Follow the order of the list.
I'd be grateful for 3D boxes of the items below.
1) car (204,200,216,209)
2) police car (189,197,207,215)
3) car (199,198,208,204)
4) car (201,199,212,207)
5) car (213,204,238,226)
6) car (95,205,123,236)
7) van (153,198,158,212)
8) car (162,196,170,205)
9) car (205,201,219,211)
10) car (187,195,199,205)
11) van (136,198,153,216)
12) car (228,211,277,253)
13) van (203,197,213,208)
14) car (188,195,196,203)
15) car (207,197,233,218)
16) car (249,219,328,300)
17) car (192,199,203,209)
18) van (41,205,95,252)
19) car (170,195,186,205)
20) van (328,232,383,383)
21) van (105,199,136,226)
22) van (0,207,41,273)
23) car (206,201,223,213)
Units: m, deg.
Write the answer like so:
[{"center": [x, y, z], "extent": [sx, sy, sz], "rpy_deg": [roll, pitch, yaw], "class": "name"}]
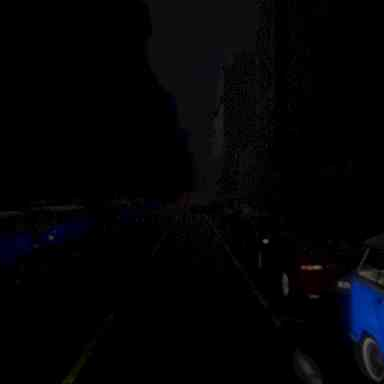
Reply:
[{"center": [2.857, 2.034, 53.756], "extent": [1.802, 1.307, 4.206], "rpy_deg": [0, 0, 0], "class": "car"}, {"center": [0.901, 1.766, 39.180], "extent": [1.930, 1.638, 5.238], "rpy_deg": [0, 0, 0], "class": "police car"}, {"center": [2.859, 2.217, 82.058], "extent": [1.947, 1.339, 4.313], "rpy_deg": [0, 0, 0], "class": "car"}, {"center": [2.858, 2.080, 65.077], "extent": [1.887, 1.381, 4.507], "rpy_deg": [0, 0, 0], "class": "car"}, {"center": [2.856, 1.810, 25.455], "extent": [1.802, 1.307, 4.206], "rpy_deg": [0, 0, 0], "class": "car"}, {"center": [-5.670, 1.724, 19.780], "extent": [1.887, 1.381, 4.507], "rpy_deg": [0, 0, 0], "class": "car"}, {"center": [-5.669, 1.707, 42.412], "extent": [1.690, 1.788, 3.998], "rpy_deg": [0, 0, 0], "class": "van"}, {"center": [-5.667, 1.928, 76.360], "extent": [2.192, 1.841, 5.009], "rpy_deg": [0, 0, 0], "class": "car"}, {"center": [2.857, 1.992, 48.096], "extent": [1.802, 1.307, 4.206], "rpy_deg": [0, 0, 0], "class": "car"}, {"center": [0.002, 1.691, 74.554], "extent": [2.150, 2.045, 5.566], "rpy_deg": [0, 0, 0], "class": "car"}, {"center": [-5.669, 1.663, 36.755], "extent": [1.690, 1.788, 3.998], "rpy_deg": [0, 0, 0], "class": "van"}, {"center": [2.855, 1.696, 14.134], "extent": [1.947, 1.339, 4.313], "rpy_deg": [0, 0, 0], "class": "car"}, {"center": [2.857, 1.835, 59.418], "extent": [1.690, 1.788, 3.998], "rpy_deg": [0, 0, 0], "class": "van"}, {"center": [0.003, 1.782, 89.660], "extent": [2.150, 2.045, 5.566], "rpy_deg": [0, 0, 0], "class": "car"}, {"center": [2.855, 1.590, 31.117], "extent": [2.192, 1.841, 5.009], "rpy_deg": [0, 0, 0], "class": "car"}, {"center": [2.855, 1.624, 8.474], "extent": [1.887, 1.381, 4.507], "rpy_deg": [0, -1, 0], "class": "car"}, {"center": [0.902, 1.988, 55.069], "extent": [1.812, 1.442, 4.674], "rpy_deg": [0, 0, 0], "class": "car"}, {"center": [-5.671, 1.471, 14.125], "extent": [1.690, 1.788, 3.998], "rpy_deg": [0, -1, 0], "class": "van"}, {"center": [-2.998, 1.797, 70.959], "extent": [2.150, 2.045, 5.566], "rpy_deg": [0, 0, 0], "class": "car"}, {"center": [2.853, 1.368, 2.816], "extent": [1.690, 1.788, 3.998], "rpy_deg": [0, -1, 0], "class": "van"}, {"center": [-5.670, 1.569, 25.440], "extent": [1.690, 1.788, 3.998], "rpy_deg": [0, 0, 0], "class": "van"}, {"center": [-5.672, 1.420, 8.467], "extent": [1.690, 1.788, 3.998], "rpy_deg": [0, -1, 0], "class": "van"}, {"center": [2.857, 1.911, 42.436], "extent": [1.887, 1.381, 4.507], "rpy_deg": [0, 0, 0], "class": "car"}]
